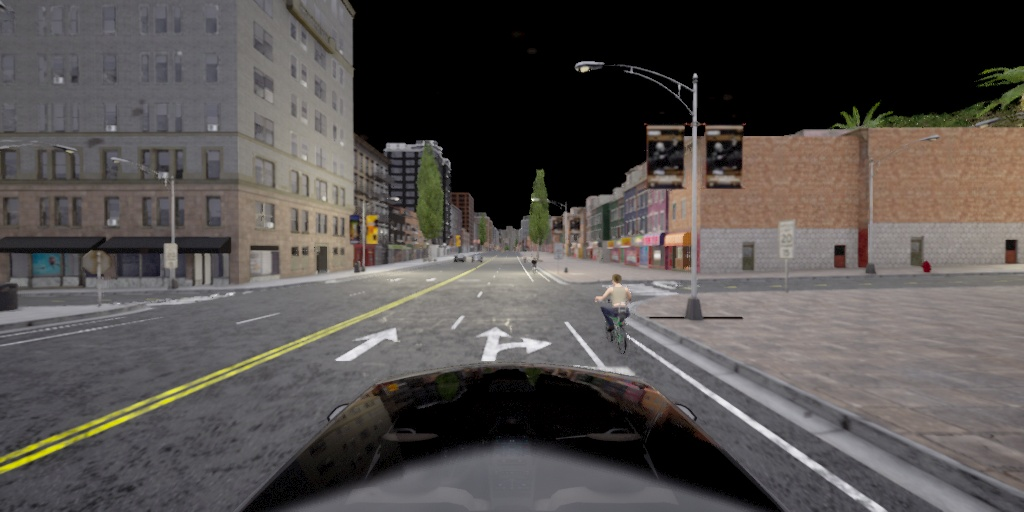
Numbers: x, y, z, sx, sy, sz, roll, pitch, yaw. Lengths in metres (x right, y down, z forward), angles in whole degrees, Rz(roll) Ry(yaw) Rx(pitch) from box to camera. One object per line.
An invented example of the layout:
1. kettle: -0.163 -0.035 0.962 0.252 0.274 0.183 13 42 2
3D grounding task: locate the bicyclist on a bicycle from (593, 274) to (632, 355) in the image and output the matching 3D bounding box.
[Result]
1. bicyclist on a bicycle: 2.230 1.186 7.737 0.866 1.612 1.509 0 0 0

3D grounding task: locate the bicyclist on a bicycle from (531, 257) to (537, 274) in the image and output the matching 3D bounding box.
1. bicyclist on a bicycle: 2.254 0.965 36.621 0.659 1.776 1.843 0 1 0

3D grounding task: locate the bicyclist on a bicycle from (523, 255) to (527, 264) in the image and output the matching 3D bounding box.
1. bicyclist on a bicycle: 2.271 0.554 61.636 0.866 1.612 1.509 0 1 0
